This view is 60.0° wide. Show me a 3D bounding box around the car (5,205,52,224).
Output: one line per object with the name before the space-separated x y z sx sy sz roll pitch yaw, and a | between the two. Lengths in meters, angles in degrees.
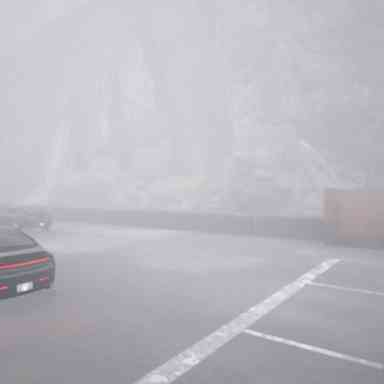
car | -10.366 1.567 19.988 4.892 1.490 1.837 0 0 36

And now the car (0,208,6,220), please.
car | -11.871 1.607 16.762 5.357 1.411 2.033 0 0 36

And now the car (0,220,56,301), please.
car | -5.094 1.532 7.627 4.892 1.490 1.837 0 0 36
